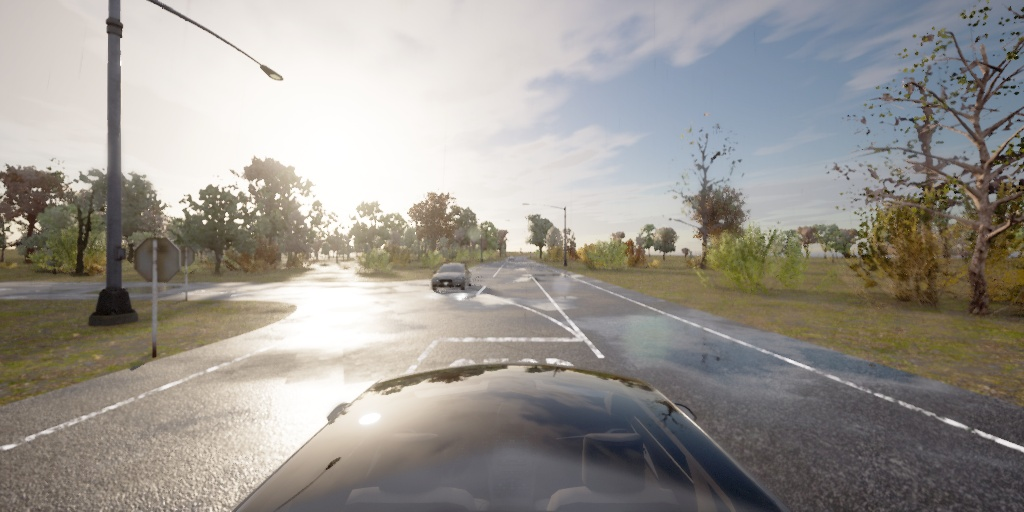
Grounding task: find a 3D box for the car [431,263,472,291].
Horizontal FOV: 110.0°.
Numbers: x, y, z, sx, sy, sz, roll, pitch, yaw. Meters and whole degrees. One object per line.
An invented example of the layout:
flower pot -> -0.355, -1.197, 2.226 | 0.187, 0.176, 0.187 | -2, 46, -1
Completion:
car -> -3.468, 1.201, 21.303 | 1.837, 1.490, 4.892 | 0, 0, 0
